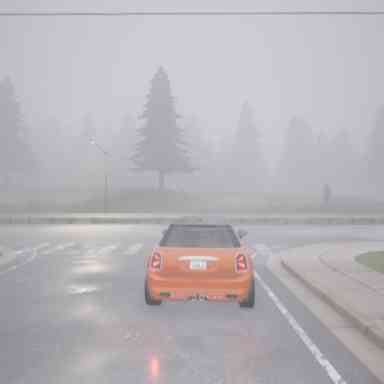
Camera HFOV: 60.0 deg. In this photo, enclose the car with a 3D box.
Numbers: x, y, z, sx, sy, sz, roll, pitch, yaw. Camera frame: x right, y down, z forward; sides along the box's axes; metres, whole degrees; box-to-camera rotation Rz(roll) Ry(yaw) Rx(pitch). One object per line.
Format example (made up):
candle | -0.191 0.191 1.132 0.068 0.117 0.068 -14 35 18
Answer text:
car | 0.283 1.348 8.144 2.097 1.767 4.553 0 0 5
